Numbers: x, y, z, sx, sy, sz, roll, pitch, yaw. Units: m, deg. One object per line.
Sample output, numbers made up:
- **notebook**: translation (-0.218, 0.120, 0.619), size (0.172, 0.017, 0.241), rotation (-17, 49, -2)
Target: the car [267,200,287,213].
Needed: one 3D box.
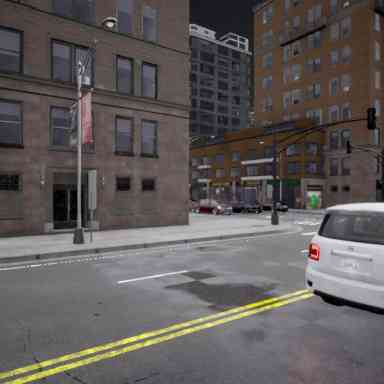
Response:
- **car**: translation (8.688, 1.580, 36.994), size (1.947, 1.339, 4.313), rotation (0, 0, -35)

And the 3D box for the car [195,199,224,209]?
- **car**: translation (2.318, 1.594, 45.990), size (1.802, 1.307, 4.206), rotation (0, 0, -35)

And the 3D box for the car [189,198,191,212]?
- **car**: translation (-1.045, 1.421, 36.855), size (1.967, 1.590, 4.097), rotation (0, 0, -35)

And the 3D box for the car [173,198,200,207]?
- **car**: translation (-0.866, 1.578, 50.487), size (1.947, 1.339, 4.313), rotation (0, 0, -35)

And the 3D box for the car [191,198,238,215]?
- **car**: translation (2.139, 1.423, 32.357), size (1.967, 1.590, 4.097), rotation (0, 0, -35)

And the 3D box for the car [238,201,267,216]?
- **car**: translation (4.800, 1.594, 32.992), size (1.895, 1.301, 4.718), rotation (0, 0, -35)

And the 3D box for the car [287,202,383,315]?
- **car**: translation (4.665, 1.223, 6.780), size (5.566, 2.045, 2.150), rotation (0, 0, -36)
